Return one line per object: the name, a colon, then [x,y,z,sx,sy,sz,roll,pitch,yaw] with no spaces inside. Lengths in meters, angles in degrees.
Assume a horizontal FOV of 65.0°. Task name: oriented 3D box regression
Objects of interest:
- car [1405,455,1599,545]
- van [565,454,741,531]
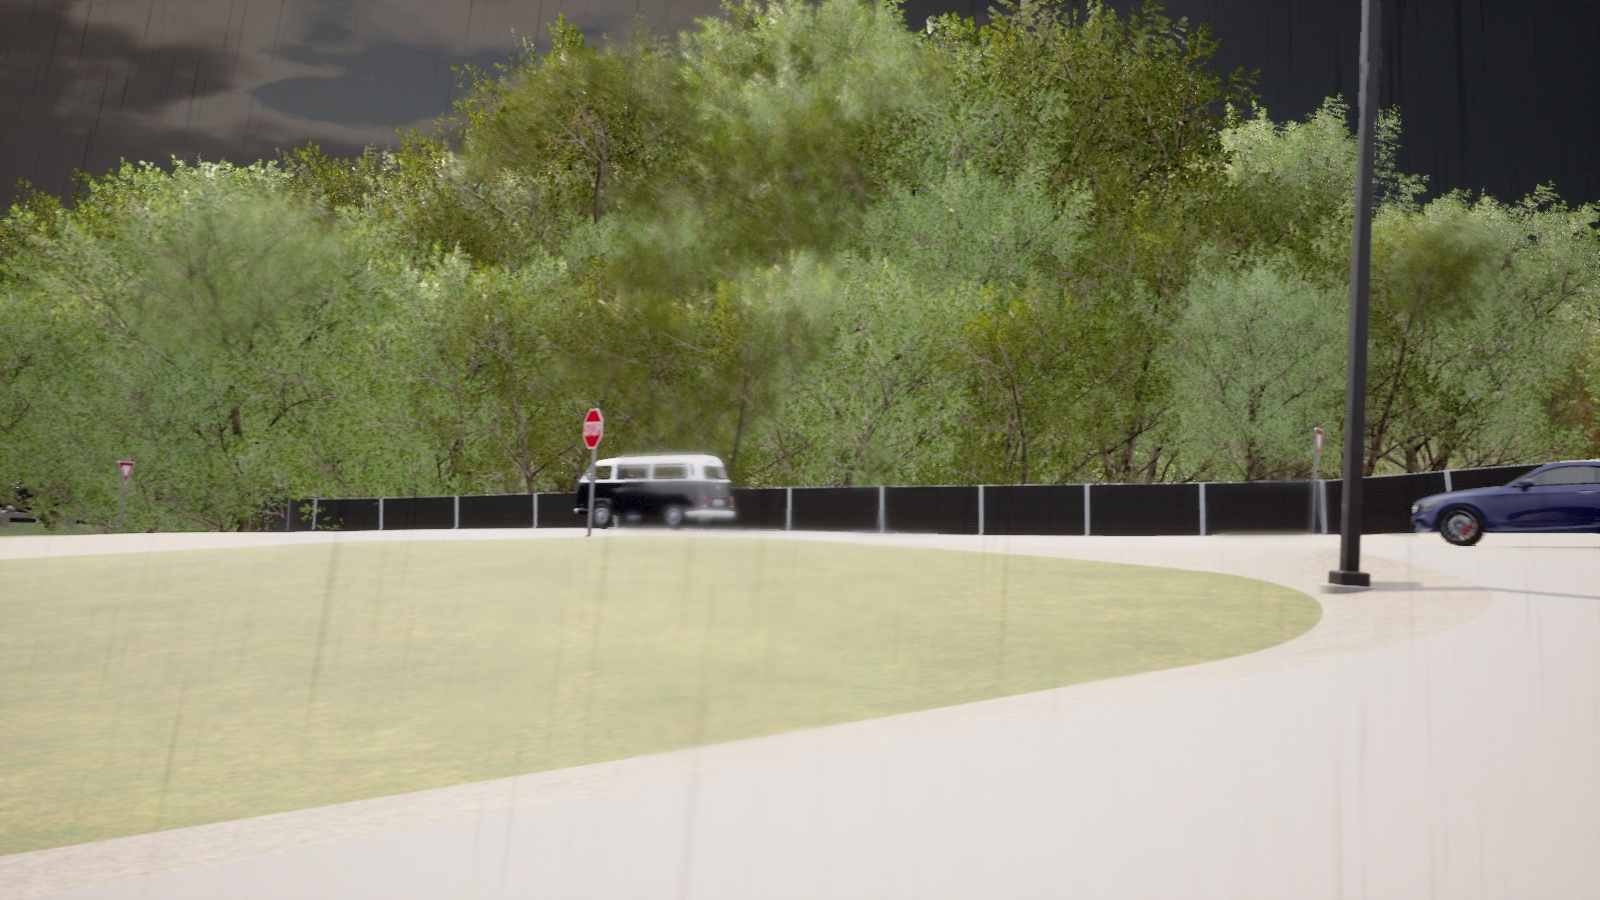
car: [12.873,0.862,21.125,4.674,1.442,1.812,-2,-4,30]
van: [-4.098,1.215,34.957,4.480,2.038,2.069,-1,-4,29]
